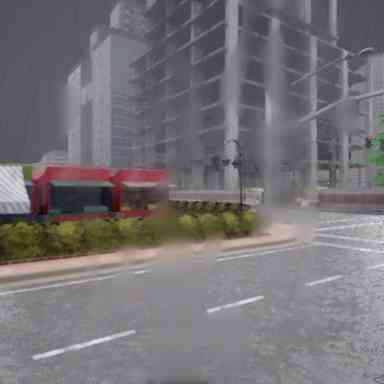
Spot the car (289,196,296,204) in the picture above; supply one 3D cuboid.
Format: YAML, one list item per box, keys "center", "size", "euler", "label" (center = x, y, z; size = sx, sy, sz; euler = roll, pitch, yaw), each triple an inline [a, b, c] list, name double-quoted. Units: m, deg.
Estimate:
- center: [15.831, 1.048, 56.825]
  size: [1.905, 1.878, 3.866]
  euler: [0, 0, -36]
  label: "car"

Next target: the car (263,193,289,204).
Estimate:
- center: [13.439, 1.053, 55.114]
  size: [1.905, 1.878, 3.866]
  euler: [0, 0, -36]
  label: "car"

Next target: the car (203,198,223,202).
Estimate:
- center: [2.384, 1.438, 35.973]
  size: [1.812, 1.442, 4.674]
  euler: [0, 0, -36]
  label: "car"
